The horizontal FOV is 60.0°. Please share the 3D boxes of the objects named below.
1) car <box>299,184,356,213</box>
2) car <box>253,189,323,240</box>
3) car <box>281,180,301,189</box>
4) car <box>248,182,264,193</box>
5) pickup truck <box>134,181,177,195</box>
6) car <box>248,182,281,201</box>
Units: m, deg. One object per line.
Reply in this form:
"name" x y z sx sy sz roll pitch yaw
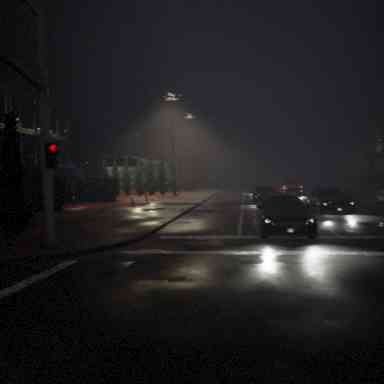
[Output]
"car" 8.179 0.408 20.135 2.033 1.411 5.357 -1 2 9
"car" 3.509 0.840 12.960 1.812 1.442 4.674 -1 3 9
"car" 10.793 -0.571 36.427 2.097 1.767 4.553 -1 3 9
"car" 8.638 -0.656 44.895 1.994 1.385 4.181 -1 2 10
"pickup truck" -4.678 -0.729 44.401 2.390 2.098 6.274 0 3 40
"car" 6.011 0.132 28.098 2.033 1.411 5.357 -1 3 9
